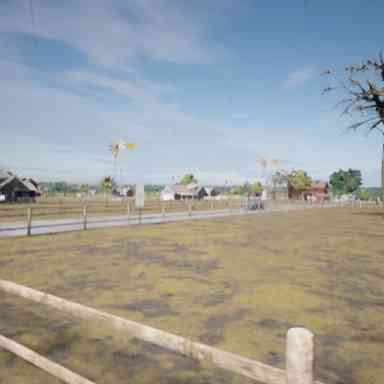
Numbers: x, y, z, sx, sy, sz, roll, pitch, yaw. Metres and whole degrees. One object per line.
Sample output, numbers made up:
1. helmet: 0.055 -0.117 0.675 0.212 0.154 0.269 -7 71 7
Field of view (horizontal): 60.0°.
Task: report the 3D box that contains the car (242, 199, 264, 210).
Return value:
1. car: 9.716 1.856 52.855 2.097 1.767 4.553 2 0 35
